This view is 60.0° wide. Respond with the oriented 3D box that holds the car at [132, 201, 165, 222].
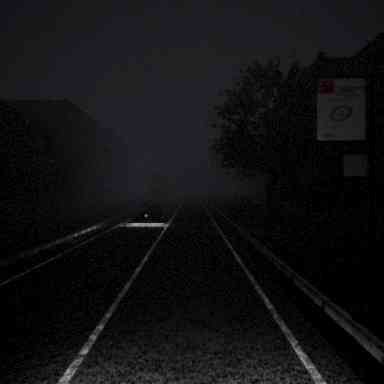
[{"bbox_3d":[-3.008,1.327,23.769,1.994,1.385,4.181,0,1,0],"label":"car"}]
